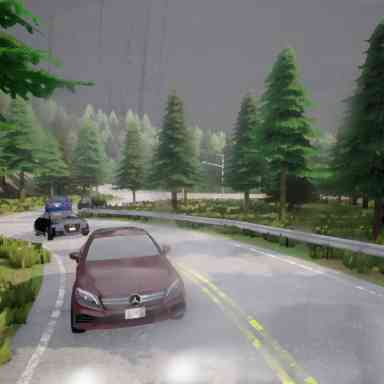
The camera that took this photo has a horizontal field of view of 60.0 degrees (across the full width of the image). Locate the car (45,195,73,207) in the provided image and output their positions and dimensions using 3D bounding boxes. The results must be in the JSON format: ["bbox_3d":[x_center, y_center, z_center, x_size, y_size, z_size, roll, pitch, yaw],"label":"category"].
[{"bbox_3d":[-12.874,1.326,32.236,2.150,2.045,5.566,-1,0,-18],"label":"car"}]

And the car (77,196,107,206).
[{"bbox_3d":[-12.734,1.289,42.826,2.097,1.767,4.553,2,2,13],"label":"car"}]

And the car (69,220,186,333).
[{"bbox_3d":[-1.524,1.523,7.095,1.812,1.442,4.674,-2,0,-17],"label":"car"}]

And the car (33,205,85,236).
[{"bbox_3d":[-7.078,1.663,17.844,1.994,1.385,4.181,-4,2,-38],"label":"car"}]
